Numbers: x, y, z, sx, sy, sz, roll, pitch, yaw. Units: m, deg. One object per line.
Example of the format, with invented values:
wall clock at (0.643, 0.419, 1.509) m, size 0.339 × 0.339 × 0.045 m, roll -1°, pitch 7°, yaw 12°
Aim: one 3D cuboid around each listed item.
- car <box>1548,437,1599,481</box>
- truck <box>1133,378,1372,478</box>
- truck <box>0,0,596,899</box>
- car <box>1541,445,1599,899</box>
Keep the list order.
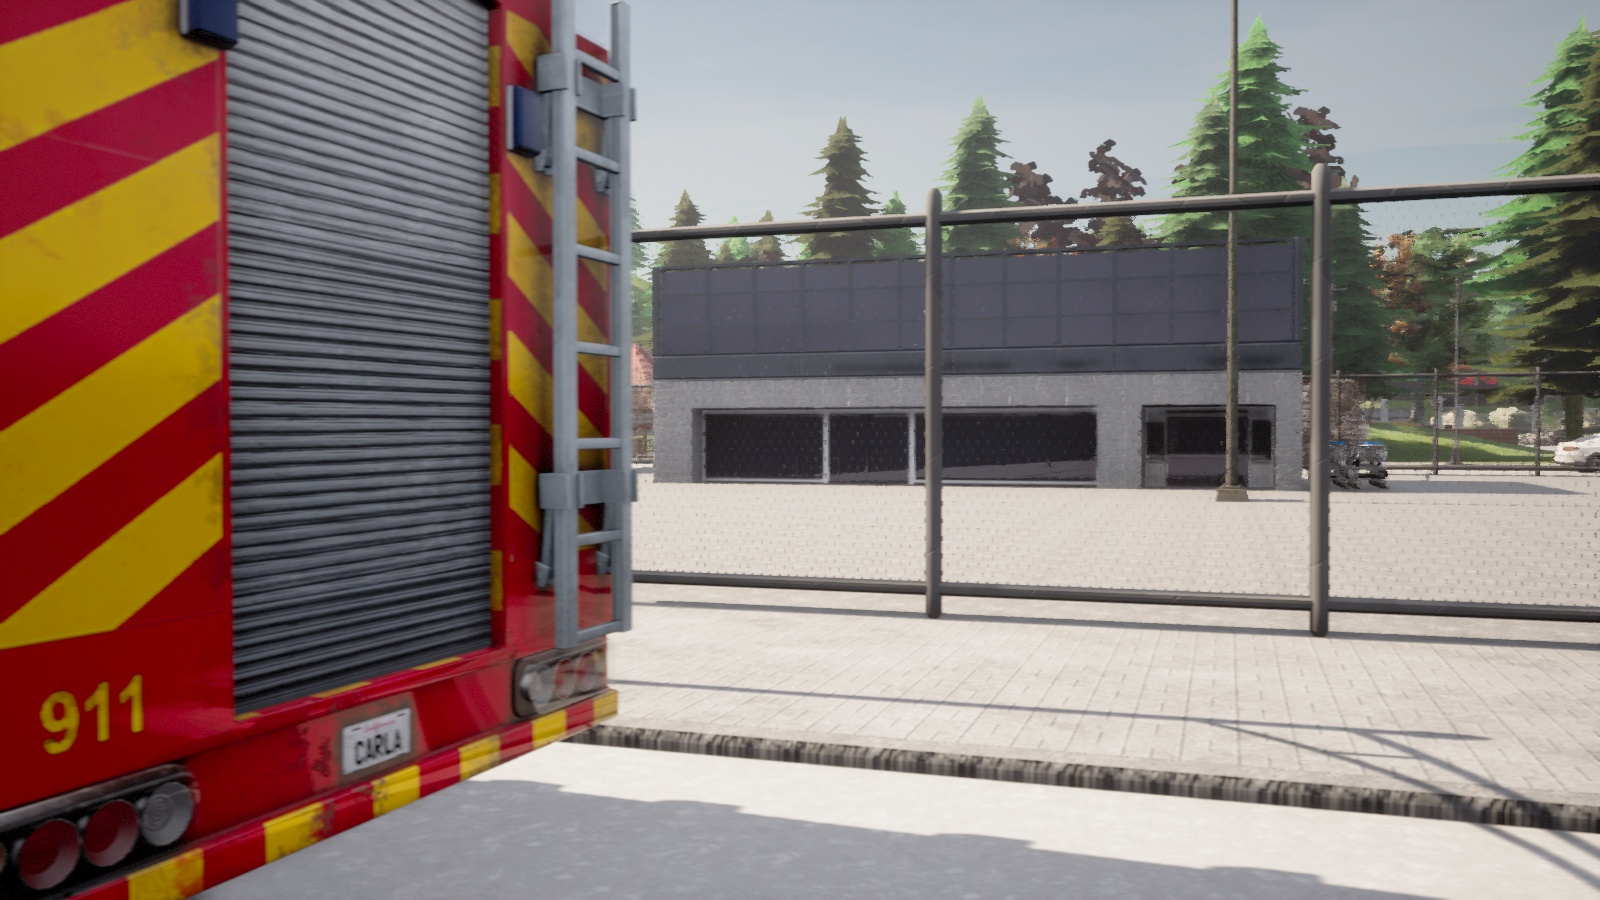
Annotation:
car at (27.978, 0.309, 42.084) m, size 4.674 × 1.442 × 1.812 m, roll 1°, pitch 1°, yaw 19°
truck at (16.429, -0.831, 45.990) m, size 7.936 × 3.462 × 2.891 m, roll 1°, pitch 1°, yaw 19°
truck at (-5.321, -0.461, 5.435) m, size 8.468 × 3.827 × 2.891 m, roll 1°, pitch 1°, yaw 22°
car at (4.364, 0.791, 2.206) m, size 5.008 × 1.535 × 1.882 m, roll 1°, pitch 1°, yaw 21°
